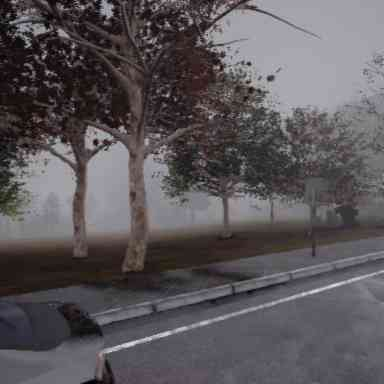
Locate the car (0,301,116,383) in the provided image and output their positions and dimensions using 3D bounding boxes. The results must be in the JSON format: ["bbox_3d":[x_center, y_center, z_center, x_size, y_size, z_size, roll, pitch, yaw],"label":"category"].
[{"bbox_3d":[-2.827,1.491,1.667,4.902,1.511,2.128,0,0,-35],"label":"car"}]
